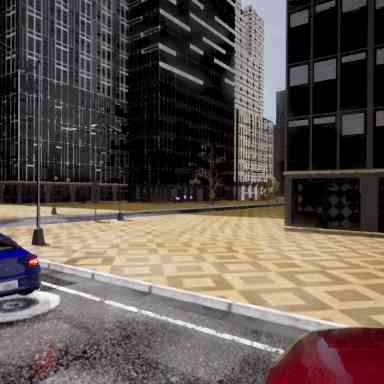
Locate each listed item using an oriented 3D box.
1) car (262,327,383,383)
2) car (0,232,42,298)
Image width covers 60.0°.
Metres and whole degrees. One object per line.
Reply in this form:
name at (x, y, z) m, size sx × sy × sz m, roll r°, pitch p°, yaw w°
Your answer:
car at (2.437, 1.564, 1.937) m, size 4.181 × 1.385 × 1.994 m, roll 0°, pitch 0°, yaw 35°
car at (-5.160, 1.521, 7.371) m, size 4.674 × 1.442 × 1.812 m, roll 0°, pitch 0°, yaw 36°
